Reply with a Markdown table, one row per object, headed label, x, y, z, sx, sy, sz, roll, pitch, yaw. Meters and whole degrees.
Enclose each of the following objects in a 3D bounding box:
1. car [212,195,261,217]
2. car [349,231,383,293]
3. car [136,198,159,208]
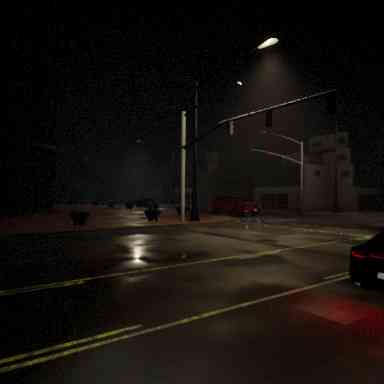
| label | x | y | z | sx | sy | sz | roll | pitch | yaw |
| --- | --- | --- | --- | --- | --- | --- | --- | --- | --- |
| car | 4.227 | 1.304 | 32.668 | 2.150 | 2.045 | 5.566 | 1 | -1 | -35 |
| car | 5.752 | 1.494 | 7.883 | 5.008 | 1.535 | 1.882 | 0 | 0 | -35 |
| car | -6.492 | 1.615 | 48.113 | 1.812 | 1.442 | 4.674 | 1 | -1 | -35 |
